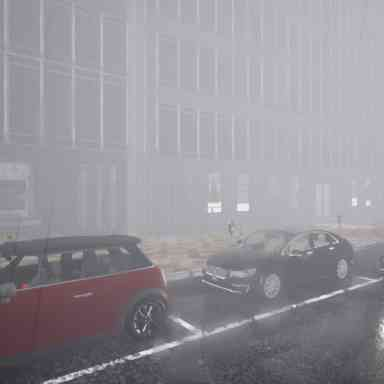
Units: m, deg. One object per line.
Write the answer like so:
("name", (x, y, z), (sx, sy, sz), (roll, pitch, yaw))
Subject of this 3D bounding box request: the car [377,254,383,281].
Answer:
("car", (6.434, 1.599, 7.983), (4.718, 1.301, 1.895), (0, 0, -36))

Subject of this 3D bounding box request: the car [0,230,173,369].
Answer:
("car", (-2.391, 1.440, 4.856), (4.097, 1.590, 1.967), (0, 0, -36))

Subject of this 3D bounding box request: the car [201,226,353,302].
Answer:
("car", (2.239, 1.550, 8.167), (4.403, 1.369, 2.008), (0, 0, -36))
